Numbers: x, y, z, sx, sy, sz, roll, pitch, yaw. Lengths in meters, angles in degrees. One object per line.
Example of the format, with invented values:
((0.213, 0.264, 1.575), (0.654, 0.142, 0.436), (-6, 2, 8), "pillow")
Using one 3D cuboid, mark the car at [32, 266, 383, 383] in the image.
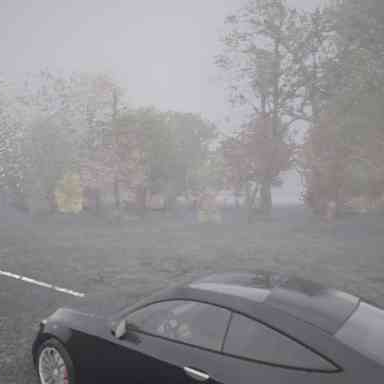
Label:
((0.308, 1.523, 3.344), (4.674, 1.442, 1.812), (0, 0, 35), "car")
